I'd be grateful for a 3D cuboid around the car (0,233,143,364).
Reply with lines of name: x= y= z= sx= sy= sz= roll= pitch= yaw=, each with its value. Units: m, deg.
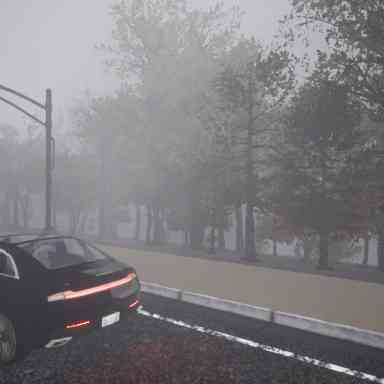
car: x=-3.061 y=1.491 z=5.868 sx=4.902 sy=1.511 sz=2.128 roll=0 pitch=0 yaw=36
